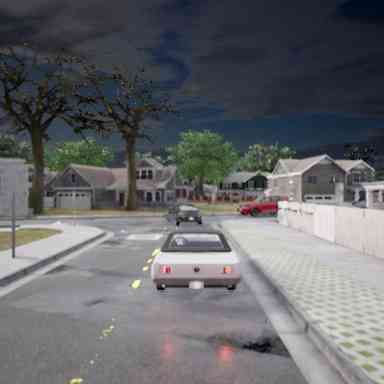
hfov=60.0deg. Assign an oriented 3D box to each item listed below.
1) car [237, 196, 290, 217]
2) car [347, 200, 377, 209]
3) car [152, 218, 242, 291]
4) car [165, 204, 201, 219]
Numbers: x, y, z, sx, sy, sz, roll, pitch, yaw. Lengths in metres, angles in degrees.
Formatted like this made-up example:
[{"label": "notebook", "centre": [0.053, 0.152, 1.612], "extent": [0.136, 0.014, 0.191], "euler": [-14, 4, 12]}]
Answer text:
[{"label": "car", "centre": [7.327, 1.375, 33.440], "extent": [5.566, 2.045, 2.150], "euler": [0, -1, -20]}, {"label": "car", "centre": [19.487, 1.723, 37.476], "extent": [4.892, 1.490, 1.837], "euler": [0, 0, -17]}, {"label": "car", "centre": [0.094, 1.630, 9.046], "extent": [1.895, 1.301, 4.718], "euler": [0, 0, 0]}, {"label": "car", "centre": [-0.651, 1.601, 24.299], "extent": [1.812, 1.442, 4.674], "euler": [1, 0, -15]}]
